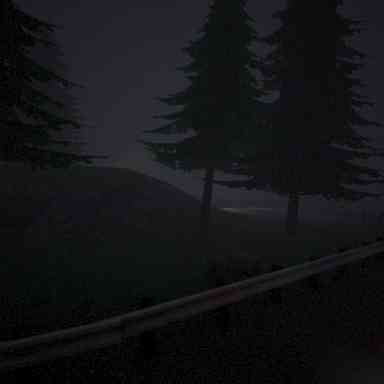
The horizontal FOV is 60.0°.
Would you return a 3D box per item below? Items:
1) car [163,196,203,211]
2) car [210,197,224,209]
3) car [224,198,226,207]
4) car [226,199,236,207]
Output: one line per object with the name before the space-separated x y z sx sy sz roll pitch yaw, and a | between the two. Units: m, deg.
car | -0.784 1.322 39.710 4.553 1.767 2.097 0 0 36
car | 1.284 1.322 42.535 4.553 1.767 2.097 0 0 36
car | 1.867 1.467 46.428 4.892 1.490 1.837 0 0 36
car | 4.046 1.454 49.172 4.902 1.511 2.128 0 0 36
